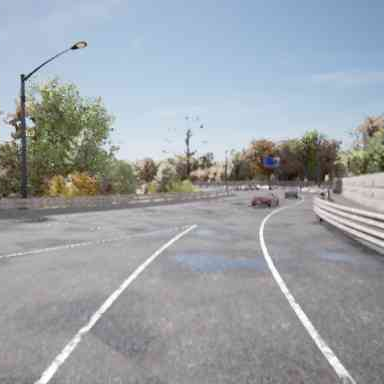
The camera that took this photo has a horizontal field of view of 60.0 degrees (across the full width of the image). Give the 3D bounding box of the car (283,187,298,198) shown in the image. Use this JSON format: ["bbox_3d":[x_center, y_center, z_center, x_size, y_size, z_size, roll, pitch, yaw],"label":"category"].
[{"bbox_3d":[15.520,0.197,51.985,2.128,1.511,4.902,0,1,18],"label":"car"}]

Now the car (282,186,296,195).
[{"bbox_3d":[19.146,-0.288,65.895,2.097,1.767,4.553,0,2,11],"label":"car"}]

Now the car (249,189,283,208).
[{"bbox_3d":[7.191,0.727,32.645,1.812,1.442,4.674,1,2,28],"label":"car"}]
